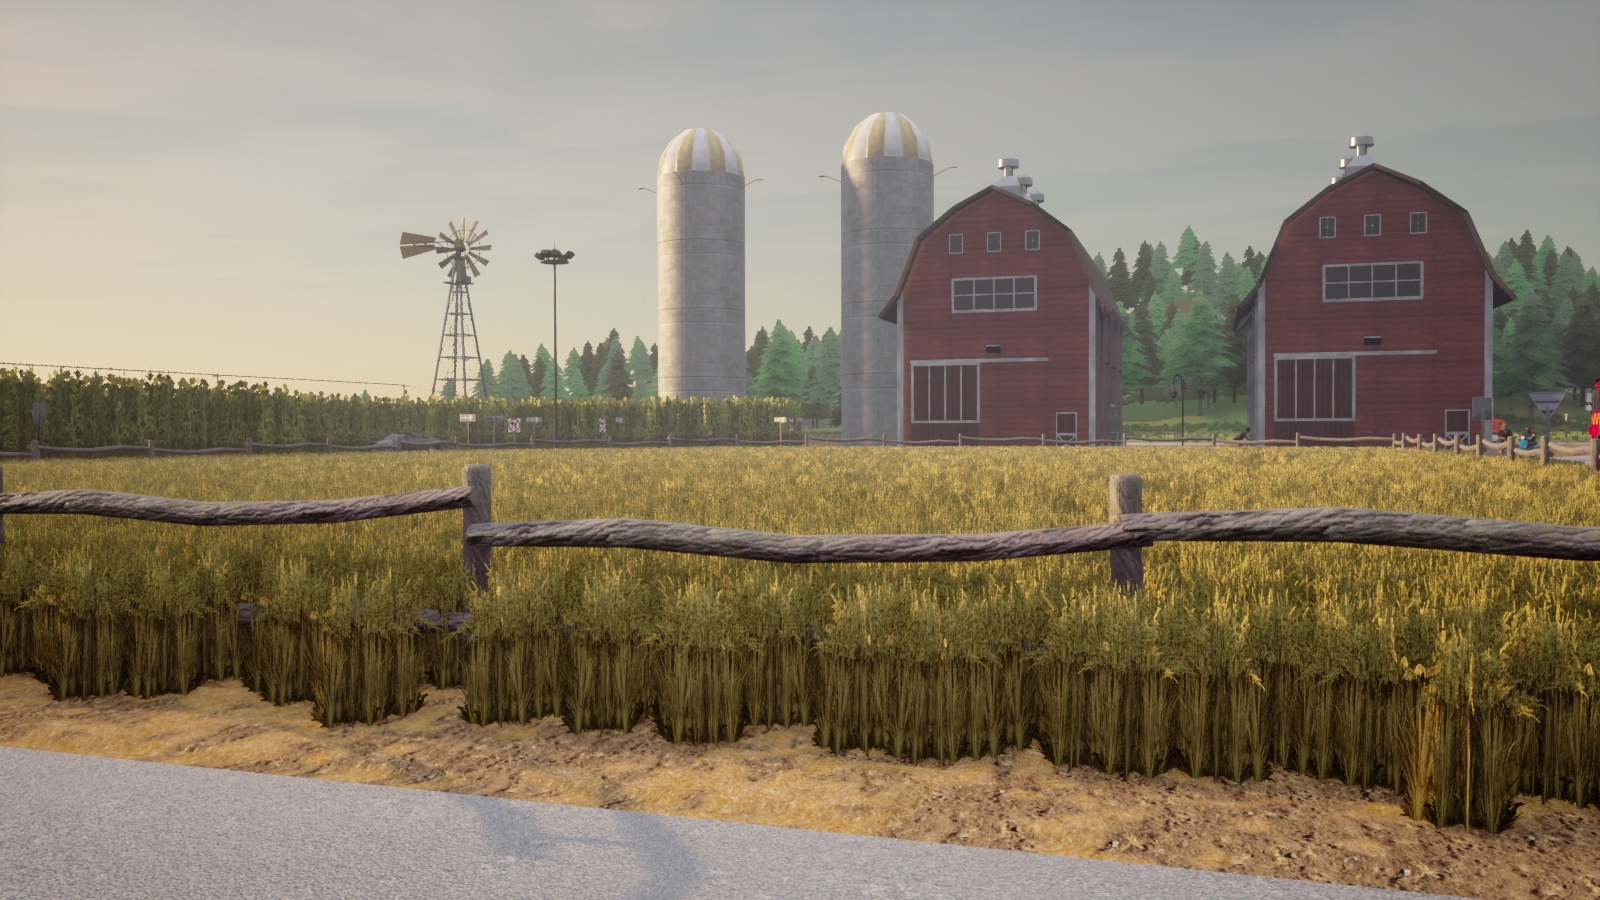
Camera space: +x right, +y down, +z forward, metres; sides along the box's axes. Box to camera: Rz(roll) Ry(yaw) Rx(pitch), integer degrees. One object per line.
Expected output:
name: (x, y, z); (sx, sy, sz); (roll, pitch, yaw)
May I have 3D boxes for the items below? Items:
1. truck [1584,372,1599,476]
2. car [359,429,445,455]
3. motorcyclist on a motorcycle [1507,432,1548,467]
truck: (30.183, -0.926, 43.766); (2.891, 3.827, 8.468); (1, 1, 19)
car: (-23.813, -0.513, 75.339); (2.128, 1.511, 4.902); (1, 1, 26)
motorcyclist on a motorcycle: (33.510, -0.040, 57.839); (1.817, 1.590, 0.866); (-1, 1, -33)
